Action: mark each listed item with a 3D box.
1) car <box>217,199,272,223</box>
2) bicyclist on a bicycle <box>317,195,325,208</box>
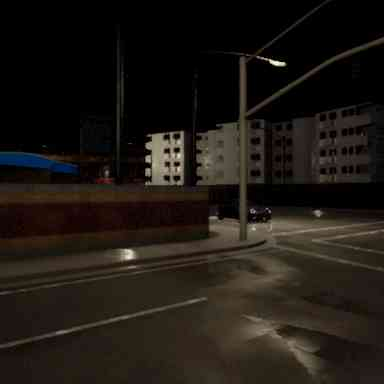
[{"bbox_3d":[3.932,1.339,25.532,2.097,1.767,4.553,0,0,-33],"label":"car"},{"bbox_3d":[16.522,1.273,42.591,1.656,1.620,0.582,0,0,-35],"label":"bicyclist on a bicycle"}]
